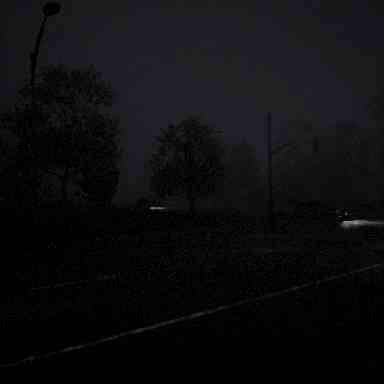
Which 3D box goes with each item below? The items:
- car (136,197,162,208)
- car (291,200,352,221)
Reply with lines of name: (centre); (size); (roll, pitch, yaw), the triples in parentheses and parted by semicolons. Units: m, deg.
car: (-5.739, 1.321, 43.909); (1.994, 1.385, 4.181); (-2, 1, -39)
car: (9.346, 1.296, 24.246); (1.994, 1.385, 4.181); (-1, 1, -35)
